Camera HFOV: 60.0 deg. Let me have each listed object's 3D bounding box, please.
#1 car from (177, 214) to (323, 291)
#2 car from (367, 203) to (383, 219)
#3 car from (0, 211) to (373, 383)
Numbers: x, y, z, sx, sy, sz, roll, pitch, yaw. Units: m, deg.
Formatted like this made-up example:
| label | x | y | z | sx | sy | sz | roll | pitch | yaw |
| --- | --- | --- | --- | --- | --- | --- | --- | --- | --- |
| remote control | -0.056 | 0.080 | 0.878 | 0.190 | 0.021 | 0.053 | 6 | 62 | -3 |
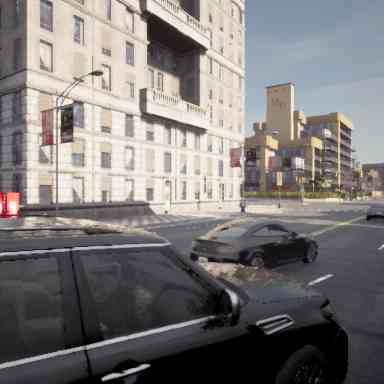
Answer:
| label | x | y | z | sx | sy | sz | roll | pitch | yaw |
| --- | --- | --- | --- | --- | --- | --- | --- | --- | --- |
| car | 1.932 | 1.519 | 9.801 | 4.674 | 1.442 | 1.812 | 0 | 0 | -44 |
| car | 15.354 | 1.552 | 26.714 | 1.994 | 1.385 | 4.181 | 0 | 0 | 36 |
| car | -1.067 | 1.214 | 2.648 | 5.566 | 2.045 | 2.150 | 1 | 0 | -36 |
